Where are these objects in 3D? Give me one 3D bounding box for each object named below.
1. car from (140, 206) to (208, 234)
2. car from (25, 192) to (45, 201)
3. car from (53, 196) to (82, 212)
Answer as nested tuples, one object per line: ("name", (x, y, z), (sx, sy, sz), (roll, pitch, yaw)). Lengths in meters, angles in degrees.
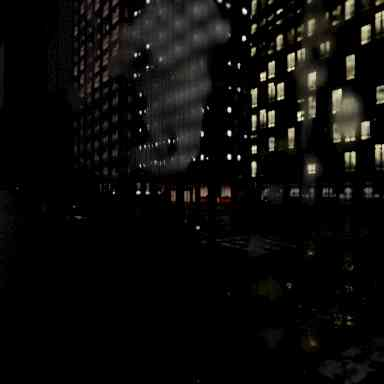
("car", (-1.008, 1.467, 18.469), (1.895, 1.301, 4.718), (0, 0, -37))
("car", (-22.393, 0.693, 47.439), (1.882, 1.535, 5.008), (0, 0, -37))
("car", (-13.015, 1.192, 34.650), (2.128, 1.511, 4.902), (0, 0, -37))
